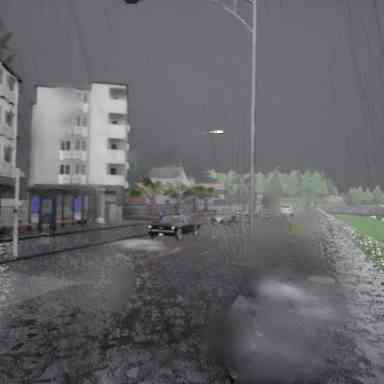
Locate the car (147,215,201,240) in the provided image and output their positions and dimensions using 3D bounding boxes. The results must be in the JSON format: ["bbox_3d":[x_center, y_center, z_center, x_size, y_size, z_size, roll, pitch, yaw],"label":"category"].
[{"bbox_3d":[-1.029,2.153,20.821,1.895,1.301,4.718,1,-2,19],"label":"car"}]

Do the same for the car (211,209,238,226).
[{"bbox_3d":[3.286,2.460,33.002,2.128,1.511,4.902,1,-2,20],"label":"car"}]

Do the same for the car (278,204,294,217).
[{"bbox_3d":[15.367,3.021,54.602,2.150,2.045,5.566,1,-1,20],"label":"car"}]

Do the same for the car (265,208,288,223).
[{"bbox_3d":[9.562,2.838,38.183,1.895,1.301,4.718,1,-2,19],"label":"car"}]

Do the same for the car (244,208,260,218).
[{"bbox_3d":[8.719,3.042,48.096,1.837,1.490,4.892,1,-2,19],"label":"car"}]
